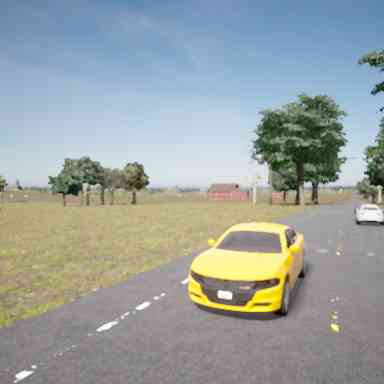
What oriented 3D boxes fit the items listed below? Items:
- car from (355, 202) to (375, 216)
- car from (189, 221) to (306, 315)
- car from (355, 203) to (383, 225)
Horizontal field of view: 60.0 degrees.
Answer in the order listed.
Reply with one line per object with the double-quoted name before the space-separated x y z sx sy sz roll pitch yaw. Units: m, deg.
"car" 19.569 1.871 37.781 1.895 1.301 4.718 0 0 26
"car" 1.595 1.525 8.036 1.882 1.535 5.008 0 0 24
"car" 13.748 1.714 25.759 1.812 1.442 4.674 0 0 26
